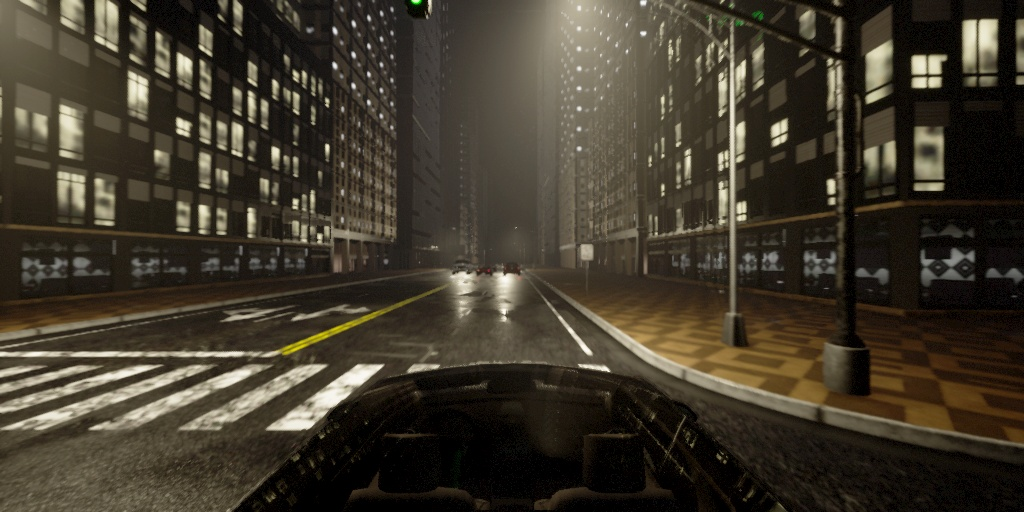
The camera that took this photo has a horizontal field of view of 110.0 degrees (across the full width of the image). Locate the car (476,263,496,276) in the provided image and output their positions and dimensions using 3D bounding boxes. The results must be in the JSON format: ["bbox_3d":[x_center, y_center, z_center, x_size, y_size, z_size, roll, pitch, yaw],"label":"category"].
[{"bbox_3d":[-3.261,1.736,43.471,1.895,1.301,4.718,0,-1,0],"label":"car"}]

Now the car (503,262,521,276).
[{"bbox_3d":[-0.011,1.492,43.831,2.097,1.767,4.553,0,-1,0],"label":"car"}]

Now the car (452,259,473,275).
[{"bbox_3d":[-6.512,1.399,47.582,2.150,2.045,5.566,0,-1,0],"label":"car"}]
